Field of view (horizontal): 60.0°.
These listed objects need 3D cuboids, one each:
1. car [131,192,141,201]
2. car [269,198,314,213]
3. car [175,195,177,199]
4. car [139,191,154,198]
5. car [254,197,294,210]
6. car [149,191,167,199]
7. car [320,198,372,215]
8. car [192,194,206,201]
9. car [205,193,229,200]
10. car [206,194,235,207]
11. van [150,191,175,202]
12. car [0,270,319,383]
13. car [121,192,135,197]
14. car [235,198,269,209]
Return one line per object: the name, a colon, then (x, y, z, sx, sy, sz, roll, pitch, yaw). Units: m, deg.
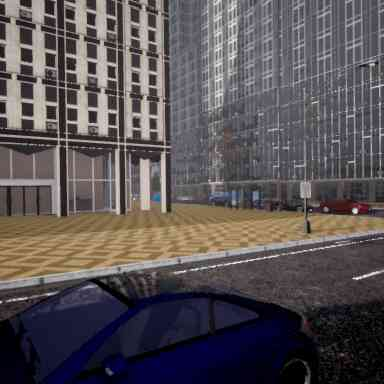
car: (-11.678, 1.039, 68.044, 2.008, 1.369, 4.403, 0, 1, -34)
car: (10.689, 1.424, 35.141, 1.947, 1.339, 4.313, 0, 1, -34)
car: (-4.762, 0.936, 72.777, 1.802, 1.307, 4.206, 0, 1, -34)
car: (-11.183, 0.686, 82.155, 1.967, 1.590, 4.097, 0, 1, -34)
car: (10.048, 1.369, 40.884, 1.895, 1.301, 4.718, -1, 1, -35)
car: (-7.973, 0.615, 77.464, 2.192, 1.841, 5.009, 0, 1, -34)
car: (15.266, 1.330, 33.240, 1.882, 1.535, 5.008, -1, 1, -34)
car: (1.659, 1.043, 63.397, 1.802, 1.307, 4.206, 0, 1, -34)
car: (4.403, 1.241, 49.137, 1.994, 1.385, 4.181, -1, 1, -34)
car: (4.330, 1.319, 44.566, 1.947, 1.339, 4.313, 0, 1, -34)
van: (-5.256, 0.937, 58.662, 1.690, 1.788, 3.998, 0, 1, -34)
car: (-0.690, 1.564, 3.183, 4.181, 1.385, 1.994, 0, 0, -35)
car: (-17.604, 0.688, 91.536, 2.008, 1.369, 4.403, 0, 1, -34)
car: (7.492, 1.388, 39.843, 1.802, 1.307, 4.206, 0, 1, -34)
